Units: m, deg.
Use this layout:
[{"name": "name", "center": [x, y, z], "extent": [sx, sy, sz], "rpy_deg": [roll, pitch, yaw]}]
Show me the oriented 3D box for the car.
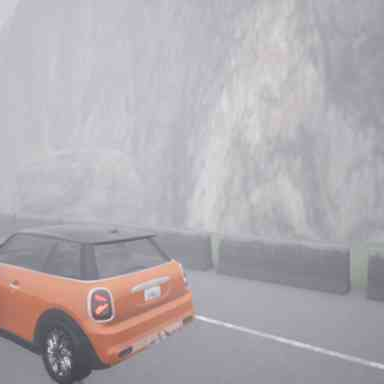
[{"name": "car", "center": [-2.247, 1.335, 5.591], "extent": [4.553, 1.767, 2.097], "rpy_deg": [0, 0, 35]}]
